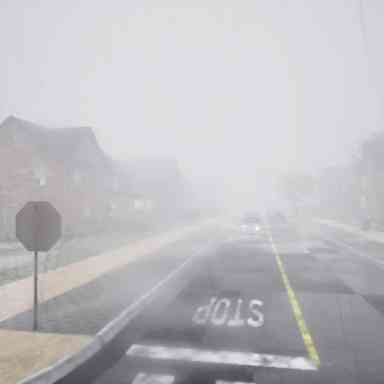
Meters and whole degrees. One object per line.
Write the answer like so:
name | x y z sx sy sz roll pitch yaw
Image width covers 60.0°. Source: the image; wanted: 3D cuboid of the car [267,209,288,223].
car | 9.951 2.774 38.564 1.812 1.442 4.674 -1 -2 12

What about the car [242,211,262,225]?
car | 6.421 2.746 35.524 1.994 1.385 4.181 -1 -2 12

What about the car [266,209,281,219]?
car | 12.020 3.230 49.119 1.895 1.301 4.718 -1 -2 11
